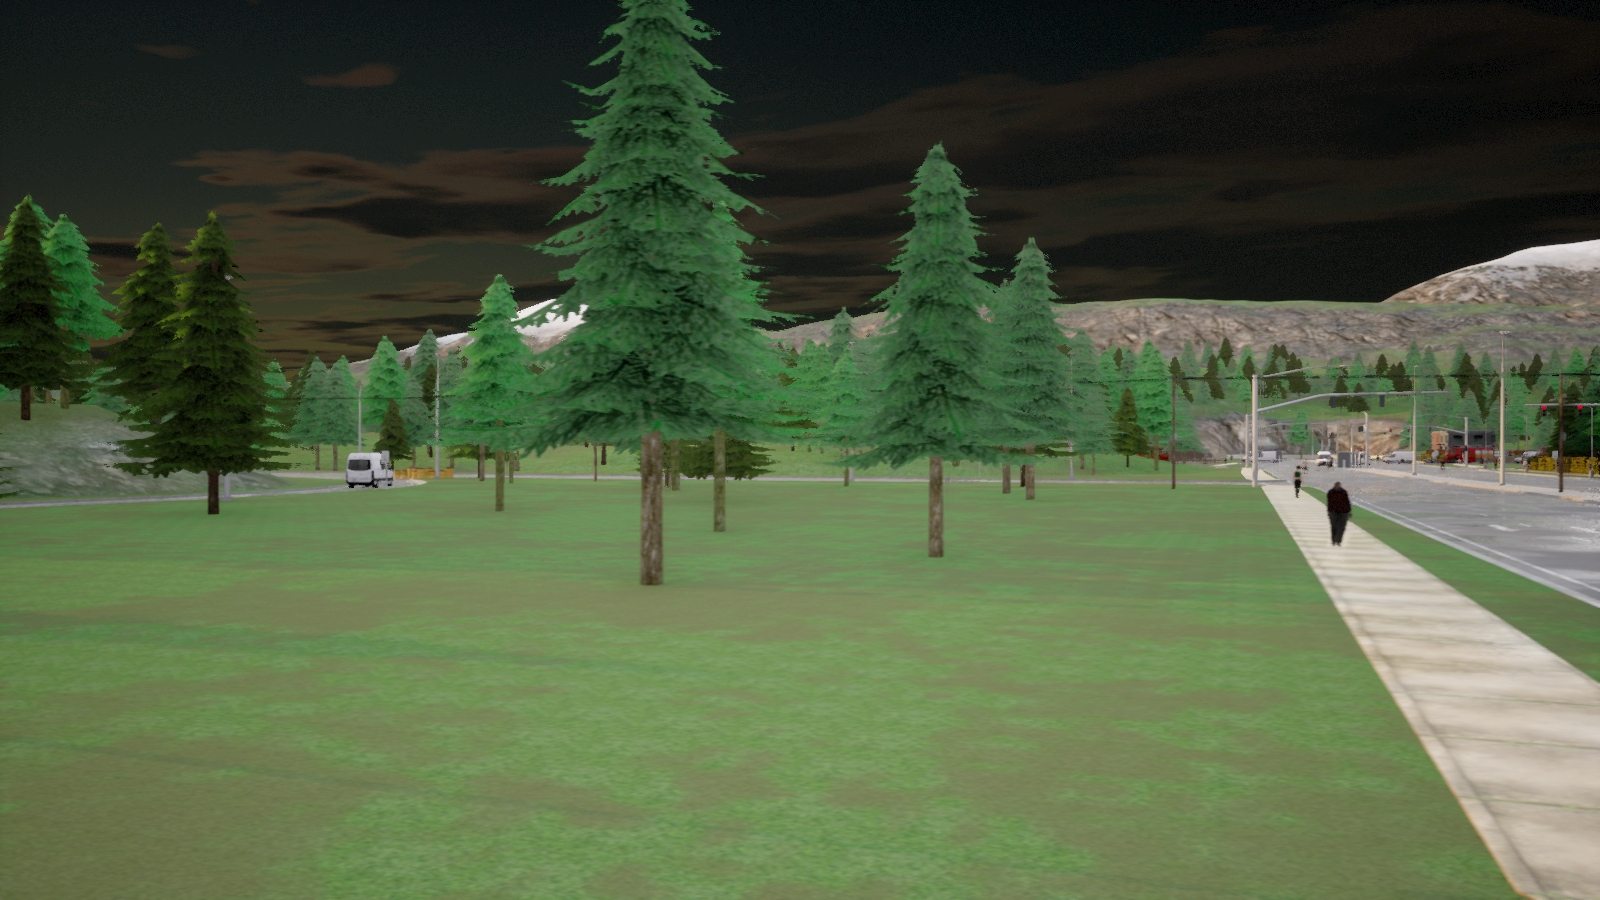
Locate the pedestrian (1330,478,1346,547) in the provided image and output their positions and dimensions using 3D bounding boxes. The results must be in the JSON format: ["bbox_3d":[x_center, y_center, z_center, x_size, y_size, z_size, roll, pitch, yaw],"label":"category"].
[{"bbox_3d":[14.637,1.698,31.081,0.375,1.860,0.375,0,0,20],"label":"pedestrian"}]

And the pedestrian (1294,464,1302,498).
[{"bbox_3d":[27.217,1.700,62.457,0.375,1.860,0.375,0,0,21],"label":"pedestrian"}]
